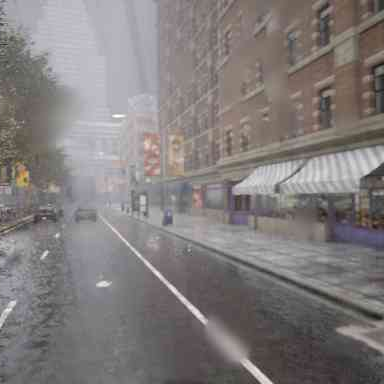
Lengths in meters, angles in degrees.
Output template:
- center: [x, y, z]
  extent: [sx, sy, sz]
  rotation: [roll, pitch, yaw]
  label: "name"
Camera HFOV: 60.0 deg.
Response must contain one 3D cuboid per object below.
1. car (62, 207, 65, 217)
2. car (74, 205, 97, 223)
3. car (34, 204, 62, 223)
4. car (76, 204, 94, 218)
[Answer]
- center: [-16.690, 2.244, 40.552]
  extent: [2.128, 1.511, 4.902]
  rotation: [-1, -1, -18]
  label: "car"
- center: [-10.042, 2.034, 31.561]
  extent: [2.128, 1.511, 4.902]
  rotation: [-1, -1, -18]
  label: "car"
- center: [-13.733, 2.103, 31.602]
  extent: [1.837, 1.490, 4.892]
  rotation: [-1, -1, -18]
  label: "car"
- center: [-13.102, 2.251, 40.815]
  extent: [2.033, 1.411, 5.357]
  rotation: [-1, -1, -18]
  label: "car"
